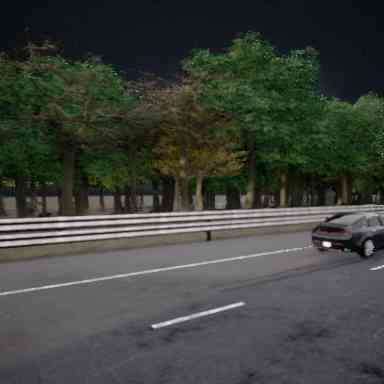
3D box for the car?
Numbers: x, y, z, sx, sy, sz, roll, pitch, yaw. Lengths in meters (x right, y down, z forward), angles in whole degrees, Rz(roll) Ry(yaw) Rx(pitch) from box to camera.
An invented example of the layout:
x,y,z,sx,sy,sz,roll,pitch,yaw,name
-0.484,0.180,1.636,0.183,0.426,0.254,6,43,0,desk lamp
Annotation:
x,y,z,sx,sy,sz,roll,pitch,yaw,name
6.638,1.551,12.851,4.892,1.490,1.837,0,0,-35,car
